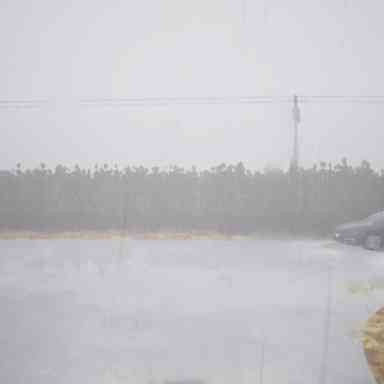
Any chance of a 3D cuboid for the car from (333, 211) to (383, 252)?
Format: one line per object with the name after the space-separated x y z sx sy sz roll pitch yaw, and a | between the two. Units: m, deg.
8.216 1.479 13.254 4.892 1.490 1.837 0 0 0 | car
